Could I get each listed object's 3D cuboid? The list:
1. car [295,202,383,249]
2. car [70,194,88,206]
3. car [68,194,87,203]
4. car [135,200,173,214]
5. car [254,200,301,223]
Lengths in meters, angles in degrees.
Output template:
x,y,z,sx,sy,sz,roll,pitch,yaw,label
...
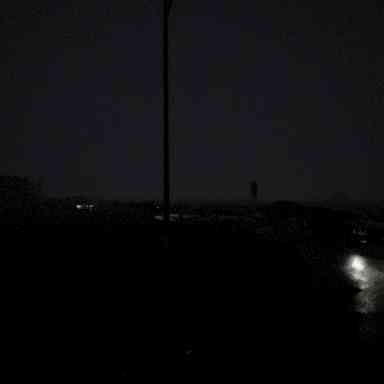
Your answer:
x,y,z,sx,sy,sz,roll,pitch,yaw,label
6.686,1.424,14.696,1.882,1.535,5.008,1,0,-8,car
-17.600,1.279,52.401,1.882,1.535,5.008,-1,0,-35,car
-22.614,1.221,65.694,2.128,1.511,4.902,-1,1,-35,car
-3.773,1.457,32.819,1.895,1.301,4.718,-1,1,-35,car
6.757,1.321,24.340,1.882,1.535,5.008,-2,1,-38,car
